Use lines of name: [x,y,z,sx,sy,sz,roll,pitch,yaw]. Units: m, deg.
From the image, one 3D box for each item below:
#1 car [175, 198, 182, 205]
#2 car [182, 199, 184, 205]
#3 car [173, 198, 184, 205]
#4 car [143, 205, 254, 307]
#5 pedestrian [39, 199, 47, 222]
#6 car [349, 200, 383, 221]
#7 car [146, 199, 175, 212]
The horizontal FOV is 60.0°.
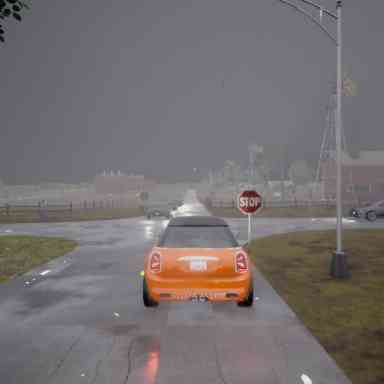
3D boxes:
car: [-2.743,1.641,41.829,2.033,1.411,5.357,0,0,0]
car: [-2.678,1.749,54.174,1.994,1.385,4.181,0,-1,0]
car: [-2.618,1.855,65.887,2.033,1.411,5.357,0,-1,1]
car: [0.120,1.354,8.151,2.097,1.767,4.553,0,0,0]
pedestrian: [-12.086,1.466,27.030,0.375,1.860,0.375,0,2,0]
car: [13.563,1.267,23.823,4.181,1.385,1.994,-1,1,-1]
car: [-2.774,1.545,28.959,1.837,1.490,4.892,0,0,0]
